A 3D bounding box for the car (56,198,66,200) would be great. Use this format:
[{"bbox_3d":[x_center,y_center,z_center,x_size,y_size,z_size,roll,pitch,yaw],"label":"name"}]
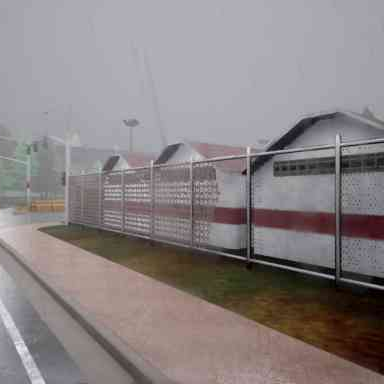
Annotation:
[{"bbox_3d":[-16.606,1.503,42.739,4.892,1.490,1.837,-1,0,-38],"label":"car"}]
